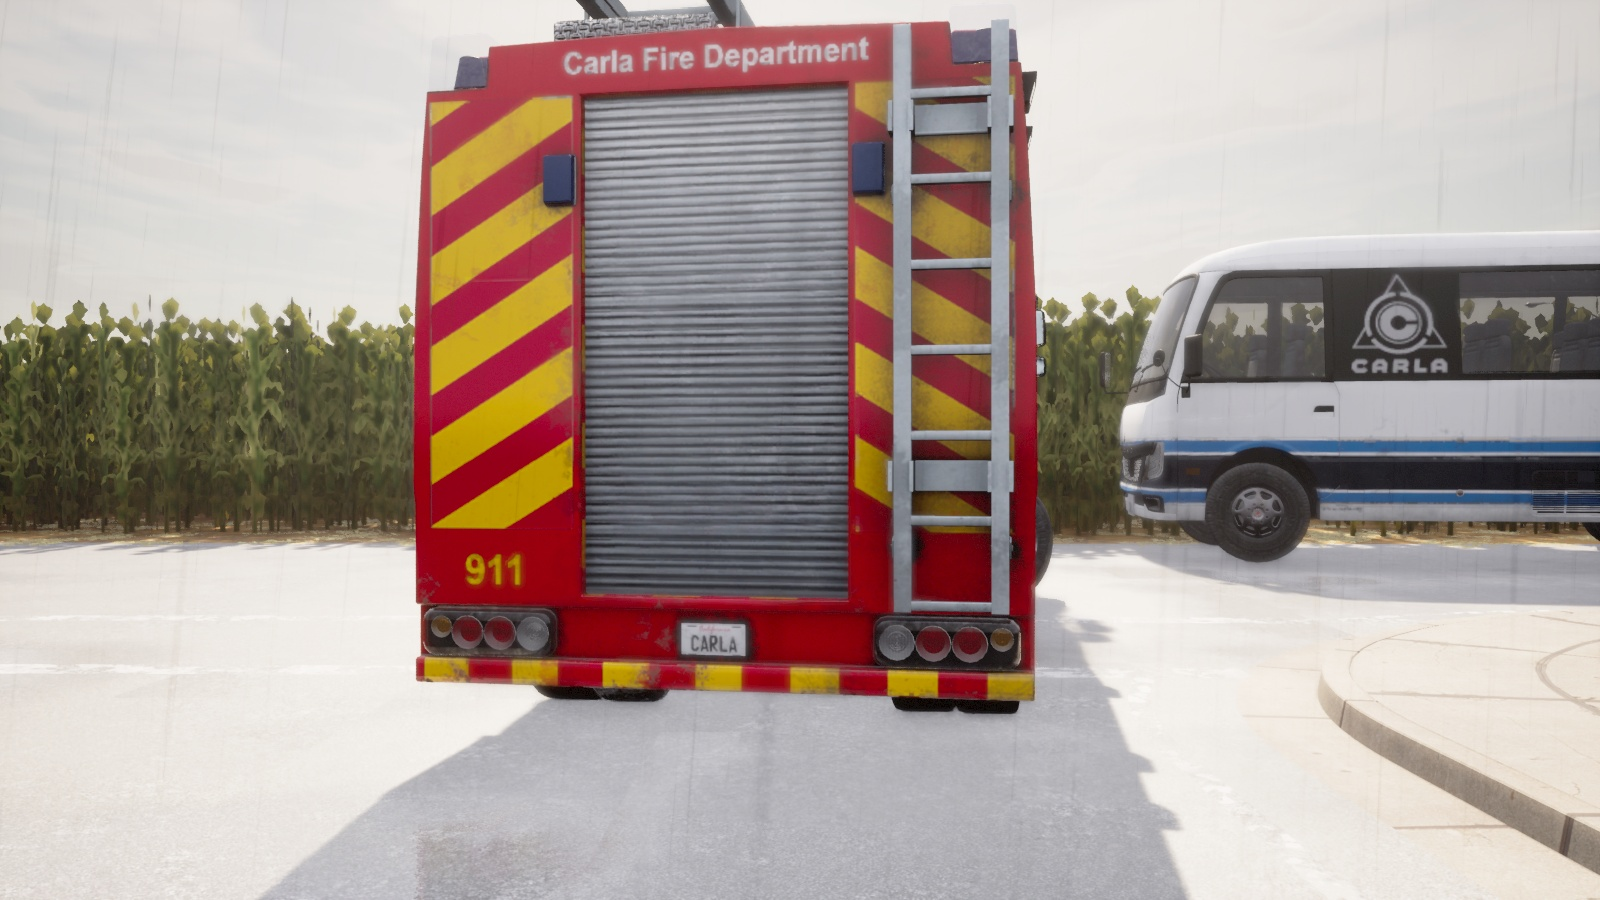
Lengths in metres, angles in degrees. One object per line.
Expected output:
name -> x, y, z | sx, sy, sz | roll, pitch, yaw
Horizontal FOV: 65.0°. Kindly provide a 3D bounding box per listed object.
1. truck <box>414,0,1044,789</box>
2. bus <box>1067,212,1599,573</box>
truck -> 0.310, -0.466, 9.815 | 2.891, 3.827, 8.468 | 0, 0, 9
bus -> 8.975, -0.691, 16.848 | 10.273, 4.253, 3.944 | 0, 0, 8
